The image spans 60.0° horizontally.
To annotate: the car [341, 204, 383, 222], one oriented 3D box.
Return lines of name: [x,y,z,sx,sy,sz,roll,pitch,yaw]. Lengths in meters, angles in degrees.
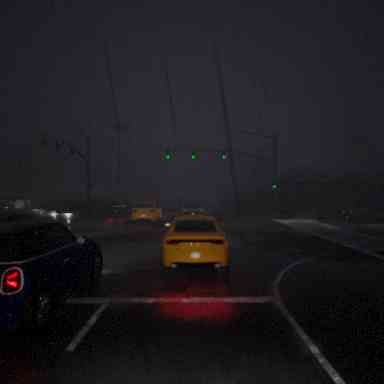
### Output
car: [14.112,1.606,25.480,4.718,1.301,1.895,0,0,3]

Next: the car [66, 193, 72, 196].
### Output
car: [-21.010,1.287,58.561,2.150,2.045,5.566,0,0,0]

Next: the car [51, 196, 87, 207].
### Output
car: [-14.058,1.549,38.280,1.837,1.490,4.892,0,0,-1]

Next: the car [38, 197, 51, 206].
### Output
car: [-17.575,1.577,43.024,1.812,1.442,4.674,0,0,0]

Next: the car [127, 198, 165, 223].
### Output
car: [-3.405,1.502,25.722,1.882,1.535,5.008,0,0,0]

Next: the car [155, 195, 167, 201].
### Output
car: [-7.011,1.570,70.360,2.128,1.511,4.902,0,0,0]

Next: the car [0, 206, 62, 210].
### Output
car: [-6.904,1.498,12.507,1.882,1.535,5.008,0,0,0]

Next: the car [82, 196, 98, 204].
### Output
car: [-21.011,1.593,68.768,1.812,1.442,4.674,0,0,0]

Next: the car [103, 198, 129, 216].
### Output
car: [-6.907,1.525,33.052,2.128,1.511,4.902,0,0,0]

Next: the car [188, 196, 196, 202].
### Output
car: [-0.013,1.595,80.778,2.033,1.411,5.357,0,0,0]

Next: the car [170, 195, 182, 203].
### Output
car: [-3.511,1.516,70.361,1.882,1.535,5.008,0,0,0]

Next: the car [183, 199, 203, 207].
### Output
car: [0.095,1.625,31.298,1.895,1.301,4.718,0,0,0]

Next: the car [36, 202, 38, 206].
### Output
car: [-21.021,1.551,48.647,2.128,1.511,4.902,0,0,0]

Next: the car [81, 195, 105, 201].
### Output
car: [-14.054,1.528,47.598,1.882,1.535,5.008,0,0,0]

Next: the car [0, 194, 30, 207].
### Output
car: [-21.088,1.274,38.793,2.150,2.045,5.566,0,0,0]

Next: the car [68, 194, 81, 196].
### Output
car: [-17.509,1.549,53.101,2.128,1.511,4.902,0,0,0]

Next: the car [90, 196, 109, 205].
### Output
car: [-17.510,1.556,63.184,2.128,1.511,4.902,0,0,0]

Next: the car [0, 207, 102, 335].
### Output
car: [-3.402,1.365,6.910,2.097,1.767,4.553,0,0,0]

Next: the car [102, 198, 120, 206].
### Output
car: [-14.009,1.658,57.573,1.895,1.301,4.718,0,0,0]

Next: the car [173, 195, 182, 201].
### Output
car: [-3.513,1.449,80.781,1.837,1.490,4.892,0,0,0]

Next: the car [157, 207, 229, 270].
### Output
car: [0.095,1.489,11.152,1.882,1.535,5.008,0,0,0]

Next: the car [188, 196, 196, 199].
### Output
car: [-0.011,1.575,70.821,2.128,1.511,4.902,0,0,0]
